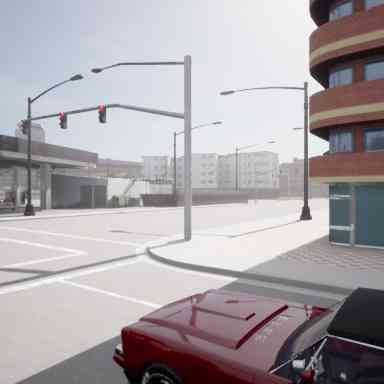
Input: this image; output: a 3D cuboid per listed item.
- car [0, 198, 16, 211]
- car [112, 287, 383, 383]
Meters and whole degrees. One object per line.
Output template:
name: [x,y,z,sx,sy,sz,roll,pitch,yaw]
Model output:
car: [-22.368,1.456,38.855,3.806,1.475,1.970,0,0,36]
car: [1.498,1.601,2.905,4.718,1.301,1.895,0,0,36]
